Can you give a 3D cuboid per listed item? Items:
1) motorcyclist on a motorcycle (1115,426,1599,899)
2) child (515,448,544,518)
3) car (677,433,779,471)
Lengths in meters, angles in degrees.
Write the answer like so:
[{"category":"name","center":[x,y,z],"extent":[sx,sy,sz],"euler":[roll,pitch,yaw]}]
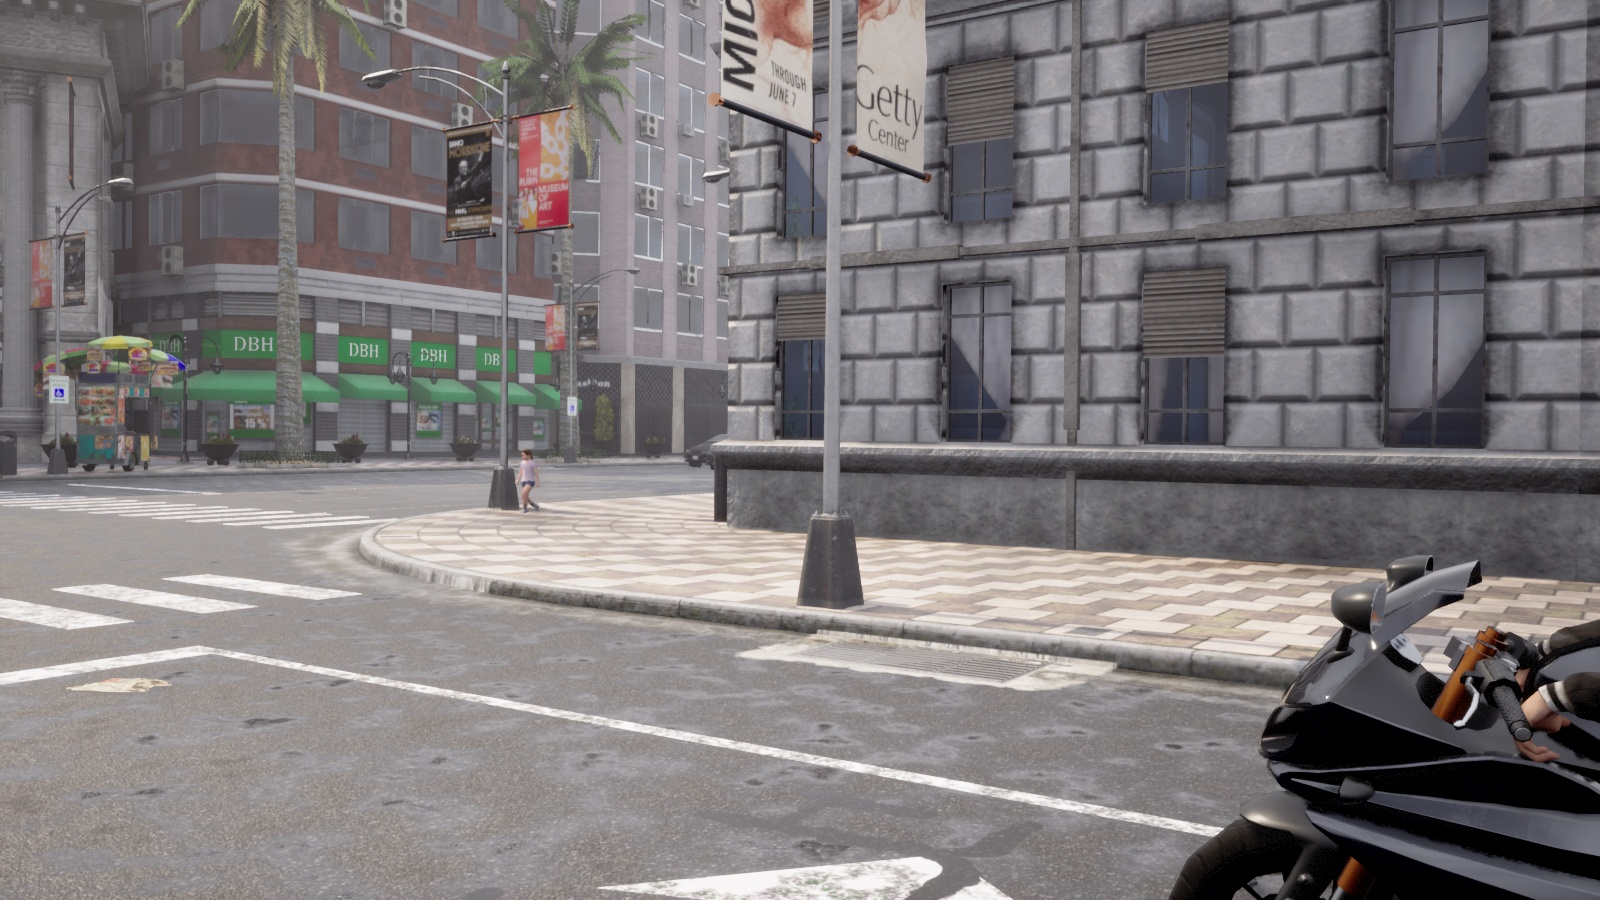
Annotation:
[{"category":"motorcyclist on a motorcycle","center":[1.824,0.717,2.412],"extent":[2.191,1.530,0.866],"euler":[0,1,34]},{"category":"child","center":[-4.360,0.531,20.246],"extent":[0.255,1.110,0.394],"euler":[0,1,33]},{"category":"car","center":[-2.908,0.065,51.698],"extent":[1.816,1.474,4.193],"euler":[0,1,39]}]
